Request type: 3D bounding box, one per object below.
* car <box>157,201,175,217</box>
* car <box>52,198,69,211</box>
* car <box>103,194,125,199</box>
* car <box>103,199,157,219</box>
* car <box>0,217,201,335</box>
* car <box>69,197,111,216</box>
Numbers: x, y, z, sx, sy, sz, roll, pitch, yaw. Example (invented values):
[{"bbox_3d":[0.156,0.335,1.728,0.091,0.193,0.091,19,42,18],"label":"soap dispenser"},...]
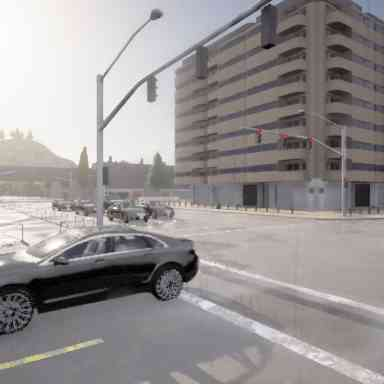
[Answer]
[{"bbox_3d":[-3.365,1.547,29.522,2.128,1.511,4.902,0,0,-35],"label":"car"},{"bbox_3d":[-16.086,1.547,41.446,2.128,1.511,4.902,0,0,-35],"label":"car"},{"bbox_3d":[-9.065,1.277,37.573,2.150,2.045,5.566,0,0,-35],"label":"car"},{"bbox_3d":[-5.032,1.547,25.819,2.128,1.511,4.902,0,0,-35],"label":"car"},{"bbox_3d":[-2.123,1.490,6.770,4.902,1.511,2.128,0,0,-34],"label":"car"},{"bbox_3d":[-10.279,1.547,33.231,2.128,1.511,4.902,0,0,-35],"label":"car"}]
